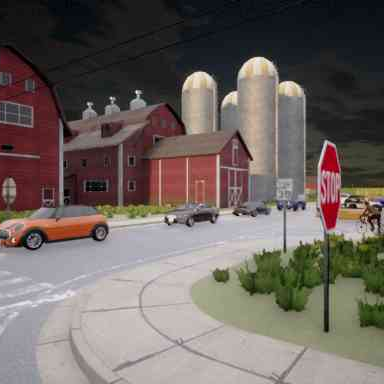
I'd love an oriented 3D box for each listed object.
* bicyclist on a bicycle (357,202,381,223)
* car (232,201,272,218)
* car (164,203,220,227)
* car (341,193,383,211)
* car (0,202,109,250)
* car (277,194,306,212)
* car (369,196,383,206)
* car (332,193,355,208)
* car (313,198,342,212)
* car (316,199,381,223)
[{"bbox_3d":[8.663,1.300,16.201,0.582,1.620,1.656,0,0,-21],"label":"bicyclist on a bicycle"},{"bbox_3d":[5.678,1.547,30.904,2.033,1.411,5.357,0,0,35],"label":"car"},{"bbox_3d":[0.086,1.492,22.804,2.128,1.511,4.902,0,0,35],"label":"car"},{"bbox_3d":[18.818,1.313,36.432,3.866,1.878,1.905,0,0,35],"label":"car"},{"bbox_3d":[-5.933,1.352,14.451,2.097,1.767,4.553,0,0,39],"label":"car"},{"bbox_3d":[12.101,1.221,40.159,2.150,2.045,5.566,0,0,34],"label":"car"},{"bbox_3d":[32.682,1.480,56.274,4.611,1.667,2.242,0,0,35],"label":"car"},{"bbox_3d":[22.171,1.221,48.468,2.150,2.045,5.566,0,0,35],"label":"car"},{"bbox_3d":[16.317,1.491,39.904,2.128,1.511,4.902,0,0,35],"label":"car"},{"bbox_3d":[11.562,1.506,25.054,4.193,1.474,1.816,0,0,35],"label":"car"}]
